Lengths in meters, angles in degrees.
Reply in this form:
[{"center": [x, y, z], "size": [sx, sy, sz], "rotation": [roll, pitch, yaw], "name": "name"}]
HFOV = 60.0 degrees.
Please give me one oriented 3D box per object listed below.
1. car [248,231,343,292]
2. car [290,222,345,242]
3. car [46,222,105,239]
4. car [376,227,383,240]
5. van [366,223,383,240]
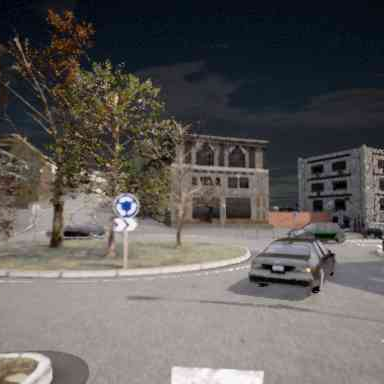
[{"center": [3.472, 2.199, 10.882], "size": [2.033, 1.411, 5.357], "rotation": [-2, -5, 29], "name": "car"}, {"center": [9.982, 3.238, 26.984], "size": [4.553, 1.767, 2.097], "rotation": [2, -5, -16], "name": "car"}, {"center": [-10.177, 3.403, 29.271], "size": [4.902, 1.511, 2.128], "rotation": [2, -5, -18], "name": "car"}, {"center": [24.240, 4.920, 38.373], "size": [2.097, 1.535, 5.008], "rotation": [6, -6, -27], "name": "car"}, {"center": [21.737, 4.443, 37.245], "size": [1.878, 1.987, 4.442], "rotation": [6, -6, -27], "name": "van"}]
